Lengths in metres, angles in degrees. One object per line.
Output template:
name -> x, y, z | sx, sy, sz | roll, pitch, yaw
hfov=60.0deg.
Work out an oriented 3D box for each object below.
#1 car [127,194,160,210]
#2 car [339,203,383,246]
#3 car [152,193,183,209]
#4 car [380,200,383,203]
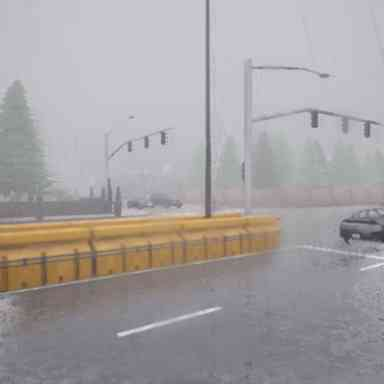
car -> -6.453, 1.408, 41.907 | 2.128, 1.511, 4.902 | 0, 0, -36
car -> 8.107, 1.427, 13.828 | 4.902, 1.511, 2.128 | 0, 0, -35
car -> -3.498, 1.124, 43.705 | 2.150, 2.045, 5.566 | 0, 0, -39
car -> 27.128, 1.351, 44.788 | 4.181, 1.385, 1.994 | 0, 0, -35
